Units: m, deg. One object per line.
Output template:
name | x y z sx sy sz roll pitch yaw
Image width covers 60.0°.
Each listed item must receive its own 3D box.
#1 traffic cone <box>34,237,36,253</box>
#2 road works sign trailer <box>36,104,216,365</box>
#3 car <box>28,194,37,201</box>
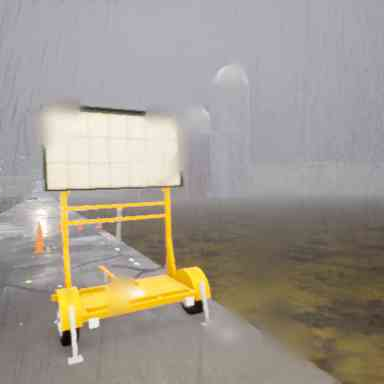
traffic cone | -5.415 1.839 11.756 0.340 0.580 0.340 -2 1 -24
road works sign trailer | -1.333 0.350 5.917 2.380 3.560 2.880 -3 2 -29
car | -36.817 1.233 77.012 2.033 1.411 5.357 -2 1 -24
